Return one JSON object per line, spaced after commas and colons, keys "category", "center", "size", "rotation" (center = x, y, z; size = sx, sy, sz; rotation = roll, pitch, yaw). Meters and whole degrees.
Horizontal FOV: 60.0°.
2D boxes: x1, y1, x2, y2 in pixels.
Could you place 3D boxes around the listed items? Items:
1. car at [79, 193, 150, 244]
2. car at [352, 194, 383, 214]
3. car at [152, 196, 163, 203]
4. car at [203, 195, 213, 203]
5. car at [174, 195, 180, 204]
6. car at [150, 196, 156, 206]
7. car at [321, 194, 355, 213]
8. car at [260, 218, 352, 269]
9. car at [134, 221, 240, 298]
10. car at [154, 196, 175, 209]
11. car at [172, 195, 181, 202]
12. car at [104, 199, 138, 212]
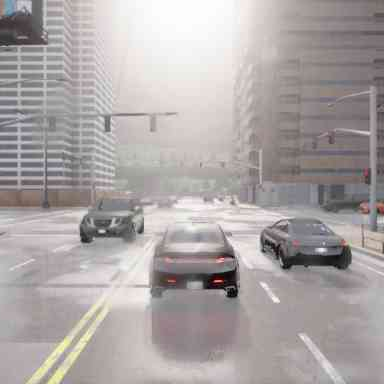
{"category": "car", "center": [-3.624, 1.221, 16.113], "size": [2.150, 2.045, 5.566], "rotation": [0, 0, 0]}
{"category": "car", "center": [18.968, 1.352, 33.036], "size": [4.553, 1.767, 2.097], "rotation": [0, 0, 0]}
{"category": "car", "center": [-7.103, 1.524, 68.988], "size": [1.812, 1.442, 4.674], "rotation": [0, 0, 0]}
{"category": "car", "center": [3.400, 1.355, 71.546], "size": [2.097, 1.767, 4.553], "rotation": [0, 0, 0]}
{"category": "car", "center": [-3.661, 1.492, 60.921], "size": [2.128, 1.511, 4.902], "rotation": [0, 0, 0]}
{"category": "car", "center": [-7.176, 1.526, 53.656], "size": [1.812, 1.442, 4.674], "rotation": [0, 0, 1]}
{"category": "car", "center": [17.143, 1.221, 36.556], "size": [5.566, 2.045, 2.150], "rotation": [0, 0, 0]}
{"category": "car", "center": [3.563, 1.564, 11.149], "size": [1.994, 1.385, 4.181], "rotation": [0, 0, 0]}
{"category": "car", "center": [0.052, 1.492, 8.497], "size": [2.128, 1.511, 4.902], "rotation": [0, 0, 0]}
{"category": "car", "center": [-3.667, 1.601, 45.226], "size": [1.895, 1.301, 4.718], "rotation": [0, 0, 0]}
{"category": "car", "center": [-3.614, 1.485, 76.490], "size": [1.837, 1.490, 4.892], "rotation": [0, 0, 0]}
{"category": "car", "center": [-8.545, 1.601, 40.534], "size": [1.895, 1.301, 4.718], "rotation": [0, 0, 20]}
